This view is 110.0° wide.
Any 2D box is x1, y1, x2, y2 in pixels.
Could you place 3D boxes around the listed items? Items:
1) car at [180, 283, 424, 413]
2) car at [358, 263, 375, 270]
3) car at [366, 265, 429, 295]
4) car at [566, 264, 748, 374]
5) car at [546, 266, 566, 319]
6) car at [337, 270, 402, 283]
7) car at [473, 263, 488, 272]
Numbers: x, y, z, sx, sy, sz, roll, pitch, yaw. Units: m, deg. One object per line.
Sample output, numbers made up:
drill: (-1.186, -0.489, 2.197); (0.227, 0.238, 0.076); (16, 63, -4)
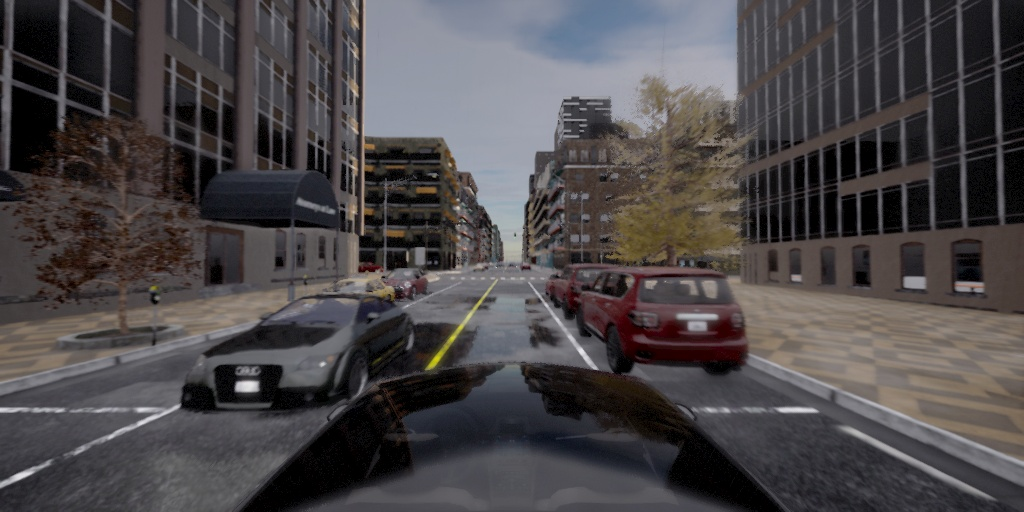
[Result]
car: (-3.100, 1.363, 6.194); (1.994, 1.385, 4.181); (0, -1, 0)
car: (-17.262, 1.463, 43.103); (4.507, 1.381, 1.888); (0, 0, 0)
car: (-5.689, 1.376, 18.718); (1.967, 1.591, 4.097); (0, 0, 0)
car: (2.691, 1.129, 7.597); (2.192, 1.841, 5.009); (0, 0, 0)
car: (2.691, 1.190, 13.157); (2.192, 1.841, 5.009); (0, 0, 0)
car: (-5.689, 1.401, 12.989); (1.751, 1.417, 4.829); (0, 0, 0)
car: (-5.688, 1.940, 62.071); (1.751, 1.417, 4.829); (0, 0, 0)
